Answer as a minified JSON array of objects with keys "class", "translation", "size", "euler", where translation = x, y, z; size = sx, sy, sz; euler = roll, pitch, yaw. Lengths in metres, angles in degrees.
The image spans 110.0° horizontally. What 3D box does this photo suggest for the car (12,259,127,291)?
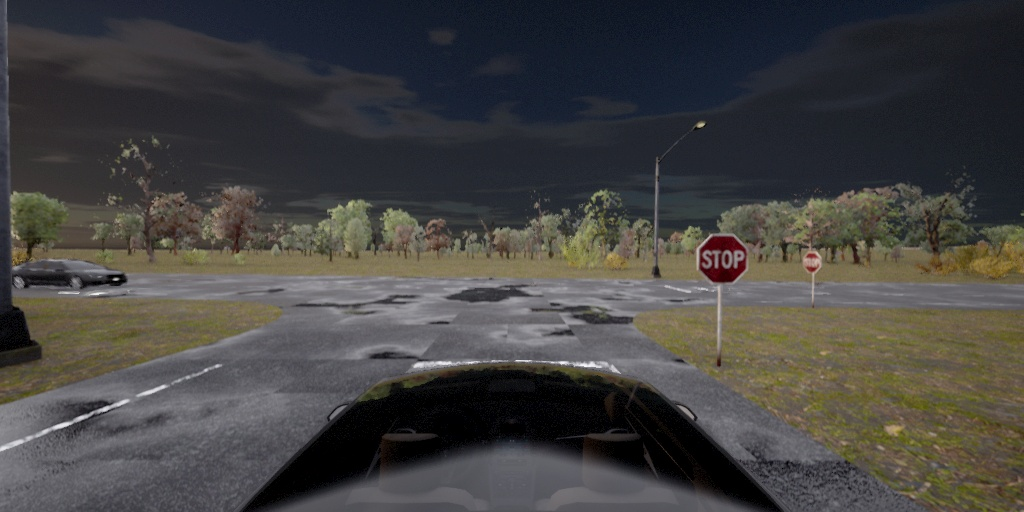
[{"class":"car","translation":[-22.998,0.937,18.618],"size":[4.892,1.490,1.837],"euler":[1,1,0]}]
